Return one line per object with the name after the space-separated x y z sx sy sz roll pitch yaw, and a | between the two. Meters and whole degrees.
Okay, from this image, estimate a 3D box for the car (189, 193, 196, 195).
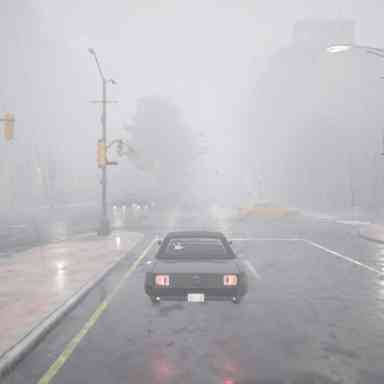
0.018 1.218 86.464 2.150 2.045 5.566 0 0 0 | car

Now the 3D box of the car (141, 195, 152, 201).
-11.482 1.525 84.646 2.128 1.511 4.902 0 0 0 | car

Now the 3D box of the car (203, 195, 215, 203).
3.615 1.601 67.357 1.895 1.301 4.718 0 0 0 | car

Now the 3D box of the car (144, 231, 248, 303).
0.076 1.601 8.166 1.895 1.301 4.718 0 0 0 | car

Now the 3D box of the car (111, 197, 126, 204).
-14.735 1.595 66.823 1.895 1.301 4.718 0 0 0 | car

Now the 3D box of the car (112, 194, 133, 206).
-11.576 1.526 55.116 1.812 1.442 4.674 0 0 0 | car

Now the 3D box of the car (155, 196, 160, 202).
-8.016 1.564 65.750 1.994 1.385 4.181 0 0 1 | car

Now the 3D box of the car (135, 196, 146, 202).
-11.484 1.553 74.412 1.994 1.385 4.181 0 0 0 | car

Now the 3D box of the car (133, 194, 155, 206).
-8.076 1.547 56.514 2.033 1.411 5.357 0 0 0 | car

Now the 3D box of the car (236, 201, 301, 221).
6.022 1.477 26.400 5.008 1.535 1.882 0 0 0 | car

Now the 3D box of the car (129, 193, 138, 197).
-11.524 1.221 64.528 2.150 2.045 5.566 0 0 1 | car

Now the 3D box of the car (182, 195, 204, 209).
-0.065 1.547 44.484 2.033 1.411 5.357 0 0 10 | car
